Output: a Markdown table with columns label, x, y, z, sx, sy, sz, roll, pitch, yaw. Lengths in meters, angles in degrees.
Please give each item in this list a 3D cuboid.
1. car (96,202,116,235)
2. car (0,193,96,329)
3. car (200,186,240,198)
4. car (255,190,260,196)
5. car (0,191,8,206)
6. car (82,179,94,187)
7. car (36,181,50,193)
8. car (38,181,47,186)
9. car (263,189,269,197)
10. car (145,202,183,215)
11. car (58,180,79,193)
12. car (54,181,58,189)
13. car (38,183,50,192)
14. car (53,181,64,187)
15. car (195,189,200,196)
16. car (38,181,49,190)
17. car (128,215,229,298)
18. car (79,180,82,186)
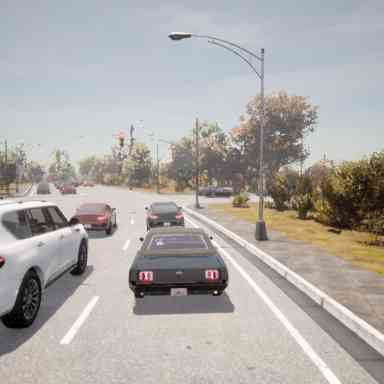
| label | x | y | z | sx | sy | sz | roll | pitch | yaw |
| --- | --- | --- | --- | --- | --- | --- | --- | --- | --- |
| car | -4.896 | 1.247 | 16.780 | 1.812 | 1.442 | 4.674 | 0 | 2 | -8 |
| car | -3.808 | 1.174 | 6.948 | 2.150 | 2.045 | 5.566 | 0 | 1 | -4 |
| car | 3.969 | 0.103 | 44.762 | 4.718 | 1.301 | 1.895 | 0 | 3 | -22 |
| car | 11.945 | 0.045 | 51.667 | 4.181 | 1.385 | 1.994 | 2 | 2 | -20 |
| car | -20.116 | 0.654 | 31.272 | 4.718 | 1.301 | 1.895 | -1 | 3 | -22 |
| car | -25.984 | -2.201 | 83.466 | 2.097 | 1.767 | 4.553 | -1 | 3 | -25 |
| car | -23.028 | -0.483 | 51.643 | 1.837 | 1.490 | 4.892 | -1 | 3 | -23 |
| car | -37.007 | -2.122 | 82.267 | 1.994 | 1.385 | 4.181 | -1 | 3 | -25 |
| car | 13.562 | 0.202 | 48.563 | 5.357 | 1.411 | 2.033 | 2 | 2 | -22 |
| car | -1.461 | 1.219 | 17.376 | 1.812 | 1.442 | 4.674 | 0 | 2 | -8 |
| car | -19.275 | -0.643 | 51.803 | 2.097 | 1.767 | 4.553 | -1 | 3 | -23 |
| car | -27.146 | -1.524 | 69.392 | 2.097 | 1.767 | 4.553 | -1 | 3 | -25 |
| car | -26.612 | -0.842 | 59.815 | 1.994 | 1.385 | 4.181 | -1 | 3 | -24 |
| car | -32.827 | -1.954 | 81.589 | 2.128 | 1.511 | 4.902 | -1 | 3 | -25 |
| car | 2.840 | -0.158 | 48.069 | 4.892 | 1.490 | 1.837 | 0 | 3 | -22 |
| car | -30.875 | -1.385 | 69.116 | 1.882 | 1.535 | 5.008 | -1 | 3 | -25 |
| car | -0.386 | 1.525 | 8.356 | 1.895 | 1.301 | 4.718 | 0 | 1 | -4 |
| car | -28.995 | -1.992 | 81.648 | 1.882 | 1.535 | 5.008 | -1 | 3 | -25 |
